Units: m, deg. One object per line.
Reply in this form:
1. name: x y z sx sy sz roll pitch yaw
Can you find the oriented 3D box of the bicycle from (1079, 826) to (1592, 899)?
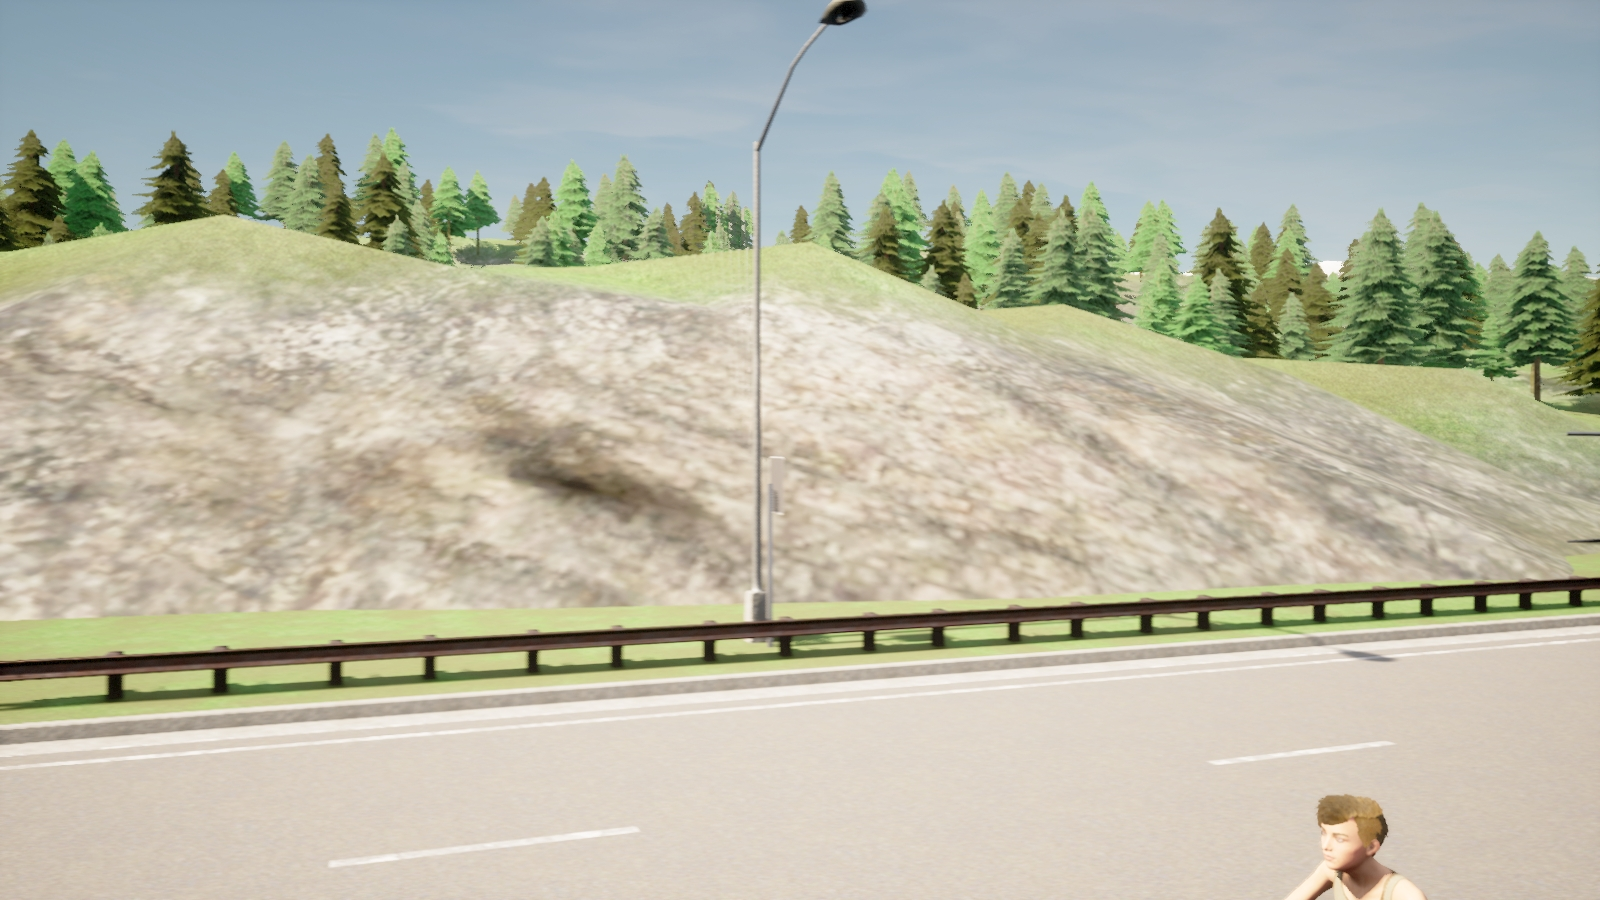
1. bicycle: 1.849 2.158 3.956 1.487 1.277 0.859 0 0 -20
